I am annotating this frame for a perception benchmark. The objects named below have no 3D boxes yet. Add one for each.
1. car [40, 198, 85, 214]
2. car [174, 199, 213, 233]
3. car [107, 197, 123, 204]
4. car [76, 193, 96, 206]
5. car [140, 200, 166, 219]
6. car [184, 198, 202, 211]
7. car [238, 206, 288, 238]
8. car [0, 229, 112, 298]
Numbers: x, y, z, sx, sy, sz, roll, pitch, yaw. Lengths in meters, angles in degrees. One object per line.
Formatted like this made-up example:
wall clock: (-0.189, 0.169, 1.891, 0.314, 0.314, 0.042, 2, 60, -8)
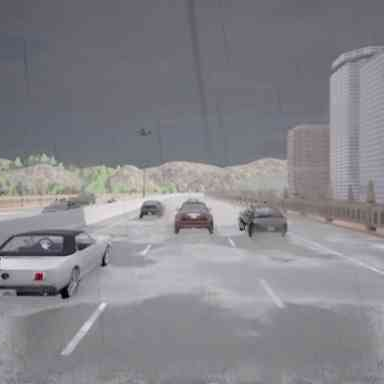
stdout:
car: (-10.585, 1.467, 26.993, 1.837, 1.490, 4.892, 0, 0, 0)
car: (0.102, 1.321, 19.531, 2.097, 1.767, 4.553, 0, 0, 0)
car: (-13.997, 1.566, 60.529, 1.895, 1.301, 4.718, 0, 0, 0)
car: (-17.498, 1.162, 54.869, 2.150, 2.045, 5.566, 0, 0, 0)
car: (-3.396, 1.466, 29.084, 1.837, 1.490, 4.892, 0, 0, 0)
car: (0.105, 1.499, 40.641, 2.033, 1.411, 5.357, 0, 0, 0)
car: (3.601, 1.463, 17.526, 2.128, 1.511, 4.902, 0, 0, 0)
car: (-3.406, 1.584, 8.388, 1.895, 1.301, 4.718, 0, 0, 0)
